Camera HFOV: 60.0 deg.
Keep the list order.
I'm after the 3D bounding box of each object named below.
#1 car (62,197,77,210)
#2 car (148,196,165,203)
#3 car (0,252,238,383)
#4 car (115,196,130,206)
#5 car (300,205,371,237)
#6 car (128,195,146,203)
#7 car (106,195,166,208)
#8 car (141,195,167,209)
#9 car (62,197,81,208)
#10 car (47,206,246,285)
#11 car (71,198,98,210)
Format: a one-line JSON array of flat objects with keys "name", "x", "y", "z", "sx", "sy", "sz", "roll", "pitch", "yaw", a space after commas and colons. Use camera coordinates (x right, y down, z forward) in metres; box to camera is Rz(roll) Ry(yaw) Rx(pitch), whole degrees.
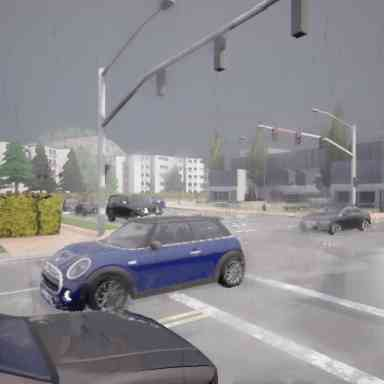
[{"name": "car", "x": -14.395, "y": 1.526, "z": 39.718, "sx": 1.812, "sy": 1.442, "sz": 4.674, "roll": 0, "pitch": 0, "yaw": -24}, {"name": "car", "x": -7.535, "y": 1.556, "z": 70.634, "sx": 1.994, "sy": 1.385, "sz": 4.181, "roll": 0, "pitch": 0, "yaw": 17}, {"name": "car", "x": -2.305, "y": 1.547, "z": 2.121, "sx": 5.357, "sy": 1.411, "sz": 2.033, "roll": 0, "pitch": 0, "yaw": -35}, {"name": "car", "x": -11.874, "y": 1.492, "z": 57.072, "sx": 2.128, "sy": 1.511, "sz": 4.902, "roll": 0, "pitch": 0, "yaw": -6}, {"name": "car", "x": 7.929, "y": 1.493, "z": 18.276, "sx": 4.902, "sy": 1.511, "sz": 2.128, "roll": 0, "pitch": 0, "yaw": -36}, {"name": "car", "x": -11.290, "y": 1.477, "z": 68.931, "sx": 1.882, "sy": 1.535, "sz": 5.008, "roll": 0, "pitch": 0, "yaw": 14}, {"name": "car", "x": -4.385, "y": 1.221, "z": 24.540, "sx": 2.150, "sy": 2.045, "sz": 5.566, "roll": 0, "pitch": 0, "yaw": -39}, {"name": "car", "x": -5.230, "y": 1.352, "z": 45.087, "sx": 2.097, "sy": 1.767, "sz": 4.553, "roll": 0, "pitch": 0, "yaw": -25}, {"name": "car", "x": -17.810, "y": 1.492, "z": 49.333, "sx": 2.128, "sy": 1.511, "sz": 4.902, "roll": 0, "pitch": 0, "yaw": -13}, {"name": "car", "x": -0.938, "y": 1.352, "z": 7.628, "sx": 4.553, "sy": 1.767, "sz": 2.097, "roll": 0, "pitch": 0, "yaw": -36}, {"name": "car", "x": -9.923, "y": 1.564, "z": 32.145, "sx": 1.994, "sy": 1.385, "sz": 4.181, "roll": 0, "pitch": 0, "yaw": -34}]
